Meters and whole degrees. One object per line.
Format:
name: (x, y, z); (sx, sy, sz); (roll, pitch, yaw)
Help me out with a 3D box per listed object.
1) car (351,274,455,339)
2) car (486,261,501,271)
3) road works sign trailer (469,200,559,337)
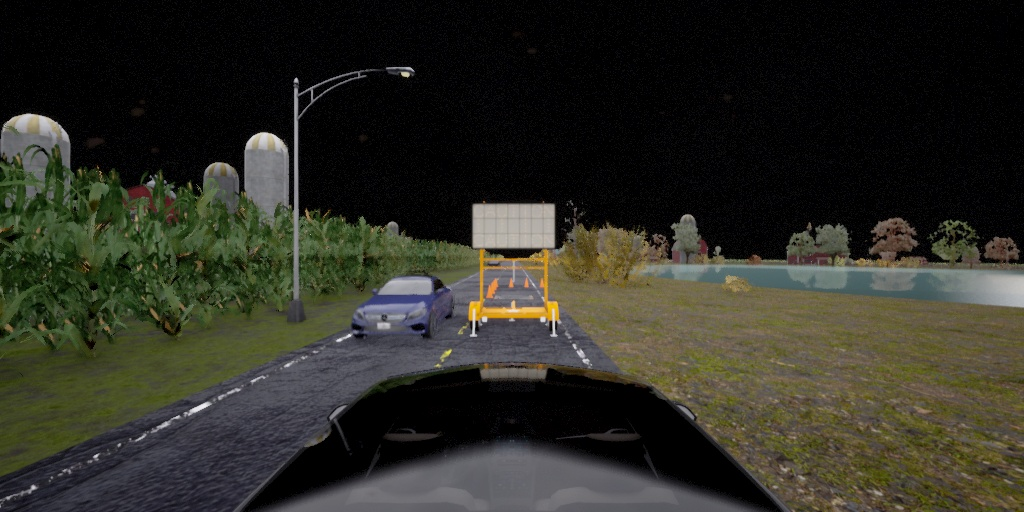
car: (-2.800, 1.277, 10.185); (1.812, 1.442, 4.674); (0, 0, 0)
car: (-2.581, 1.355, 51.088); (2.033, 1.411, 5.357); (0, 0, 0)
road works sign trailer: (0.051, 0.216, 10.295); (2.380, 3.560, 2.880); (0, 0, 0)
